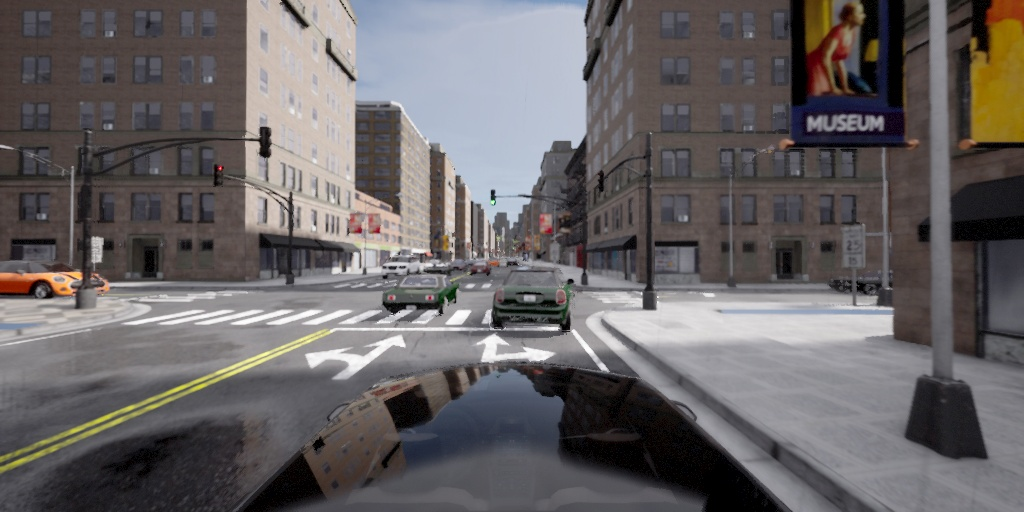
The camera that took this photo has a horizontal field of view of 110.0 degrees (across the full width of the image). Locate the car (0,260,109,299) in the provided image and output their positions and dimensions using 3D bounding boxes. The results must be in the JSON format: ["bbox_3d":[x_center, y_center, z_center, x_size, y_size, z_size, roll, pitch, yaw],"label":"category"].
[{"bbox_3d":[-21.156,1.000,16.116,4.553,1.767,2.097,0,-1,1],"label":"car"}]

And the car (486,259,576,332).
[{"bbox_3d":[0.850,1.092,11.194,2.097,1.767,4.553,0,0,11],"label":"car"}]

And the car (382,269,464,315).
[{"bbox_3d":[-3.154,1.342,13.458,1.895,1.301,4.718,0,0,0],"label":"car"}]

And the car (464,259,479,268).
[{"bbox_3d":[-6.567,1.242,58.373,1.994,1.385,4.181,0,0,0],"label":"car"}]

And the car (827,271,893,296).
[{"bbox_3d":[20.105,1.454,19.444,4.718,1.301,1.895,0,-1,0],"label":"car"}]

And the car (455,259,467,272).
[{"bbox_3d":[-6.593,1.265,44.015,1.994,1.385,4.181,0,0,0],"label":"car"}]

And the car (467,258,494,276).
[{"bbox_3d":[-3.157,1.236,37.001,1.812,1.442,4.674,0,0,0],"label":"car"}]

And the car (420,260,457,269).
[{"bbox_3d":[-6.600,1.317,32.638,1.895,1.301,4.718,0,0,0],"label":"car"}]

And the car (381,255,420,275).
[{"bbox_3d":[-9.858,0.938,32.317,2.150,2.045,5.566,0,0,0],"label":"car"}]

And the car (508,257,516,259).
[{"bbox_3d":[-0.011,1.151,61.021,1.882,1.535,5.008,0,0,0],"label":"car"}]

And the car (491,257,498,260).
[{"bbox_3d":[-3.248,1.022,62.822,2.097,1.767,4.553,0,0,0],"label":"car"}]
